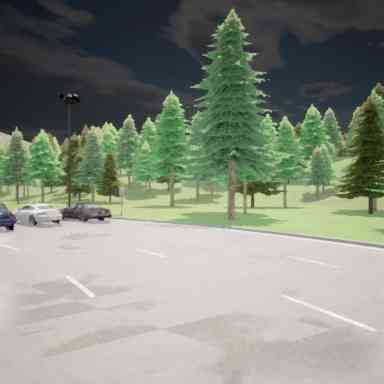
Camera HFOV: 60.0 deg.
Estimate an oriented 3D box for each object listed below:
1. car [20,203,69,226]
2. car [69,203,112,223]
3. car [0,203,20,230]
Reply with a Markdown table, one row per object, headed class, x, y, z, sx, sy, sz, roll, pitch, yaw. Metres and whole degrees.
| class | x | y | z | sx | sy | sz | roll | pitch | yaw |
| --- | --- | --- | --- | --- | --- | --- | --- | --- | --- |
| car | -10.918 | 1.520 | 23.211 | 4.674 | 1.442 | 1.812 | 0 | 0 | 37 |
| car | -8.521 | 1.542 | 25.859 | 5.357 | 1.411 | 2.033 | 0 | 0 | 37 |
| car | -12.476 | 1.347 | 19.803 | 4.553 | 1.767 | 2.097 | 0 | 0 | 40 |
